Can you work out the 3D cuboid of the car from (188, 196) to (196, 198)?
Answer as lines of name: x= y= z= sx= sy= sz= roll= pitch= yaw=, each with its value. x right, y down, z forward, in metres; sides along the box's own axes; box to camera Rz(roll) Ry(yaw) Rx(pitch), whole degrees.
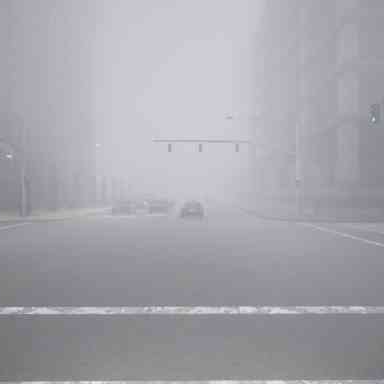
car: x=0.004 y=1.492 z=64.289 sx=2.128 sy=1.511 sz=4.902 roll=0 pitch=0 yaw=0

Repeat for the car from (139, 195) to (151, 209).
car: x=-7.095 y=1.505 z=44.297 sx=1.837 sy=1.490 sz=4.892 roll=0 pitch=0 yaw=0

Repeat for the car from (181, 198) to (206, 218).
car: x=0.026 y=1.564 z=30.314 sx=1.994 sy=1.385 sz=4.181 roll=0 pitch=0 yaw=1

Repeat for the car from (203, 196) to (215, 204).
car: x=3.504 y=1.492 z=64.601 sx=2.128 sy=1.511 sz=4.902 roll=0 pitch=0 yaw=0

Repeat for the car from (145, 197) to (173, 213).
car: x=-3.598 y=1.547 z=37.062 sx=2.033 sy=1.411 sz=5.357 roll=0 pitch=0 yaw=0

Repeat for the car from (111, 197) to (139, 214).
car: x=-7.098 y=1.505 z=34.893 sx=1.837 sy=1.490 sz=4.892 roll=0 pitch=0 yaw=0

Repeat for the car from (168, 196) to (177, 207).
car: x=-3.596 y=1.478 z=46.708 sx=1.882 sy=1.535 sz=5.008 roll=0 pitch=0 yaw=0

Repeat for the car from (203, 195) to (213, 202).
car: x=3.504 y=1.508 z=73.676 sx=1.812 sy=1.442 sz=4.674 roll=0 pitch=0 yaw=0

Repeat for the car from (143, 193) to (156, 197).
car: x=-7.085 y=1.221 z=54.661 sx=2.150 sy=2.045 sz=5.566 roll=0 pitch=0 yaw=0

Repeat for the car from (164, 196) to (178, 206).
car: x=-3.580 y=1.492 z=57.071 sx=2.128 sy=1.511 sz=4.902 roll=0 pitch=0 yaw=0
